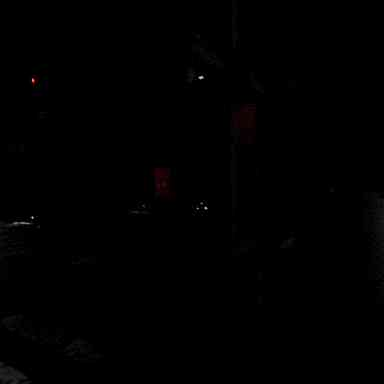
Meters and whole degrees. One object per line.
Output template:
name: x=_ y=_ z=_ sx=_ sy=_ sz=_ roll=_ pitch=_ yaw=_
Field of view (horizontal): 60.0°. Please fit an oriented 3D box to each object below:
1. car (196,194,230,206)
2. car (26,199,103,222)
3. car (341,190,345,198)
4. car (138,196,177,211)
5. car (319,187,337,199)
car: x=2.656 y=0.896 z=40.739 sx=2.033 sy=1.411 sz=5.357 roll=0 pitch=1 yaw=36
car: x=-8.988 y=1.249 z=24.050 sx=2.033 sy=1.411 sz=5.357 roll=0 pitch=1 yaw=35
car: x=28.200 y=0.379 z=60.022 sx=1.837 sy=1.490 sz=4.892 roll=0 pitch=1 yaw=34
car: x=-3.286 y=1.090 z=32.221 sx=1.994 sy=1.385 sz=4.181 roll=0 pitch=1 yaw=35
car: x=24.948 y=0.107 z=61.049 sx=2.150 sy=2.045 sz=5.566 roll=0 pitch=1 yaw=35
